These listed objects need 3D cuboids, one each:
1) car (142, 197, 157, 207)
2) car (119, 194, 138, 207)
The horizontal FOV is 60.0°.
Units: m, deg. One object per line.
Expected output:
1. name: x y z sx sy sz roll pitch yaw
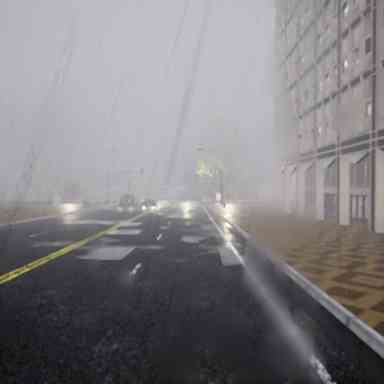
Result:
1. car: -6.499 1.539 51.710 1.994 1.385 4.181 0 0 0
2. car: -9.748 1.264 51.714 2.150 2.045 5.566 0 0 0
